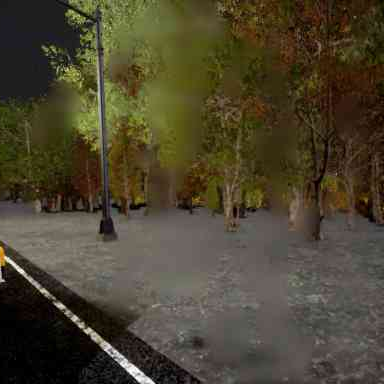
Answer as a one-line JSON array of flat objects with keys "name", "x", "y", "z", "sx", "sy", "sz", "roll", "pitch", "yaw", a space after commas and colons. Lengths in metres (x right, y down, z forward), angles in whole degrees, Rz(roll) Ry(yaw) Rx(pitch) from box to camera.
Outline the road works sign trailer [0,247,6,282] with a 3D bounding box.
[{"name": "road works sign trailer", "x": -6.530, "y": 0.538, "z": 8.875, "sx": 2.380, "sy": 3.560, "sz": 2.880, "roll": -3, "pitch": 2, "yaw": -38}]
